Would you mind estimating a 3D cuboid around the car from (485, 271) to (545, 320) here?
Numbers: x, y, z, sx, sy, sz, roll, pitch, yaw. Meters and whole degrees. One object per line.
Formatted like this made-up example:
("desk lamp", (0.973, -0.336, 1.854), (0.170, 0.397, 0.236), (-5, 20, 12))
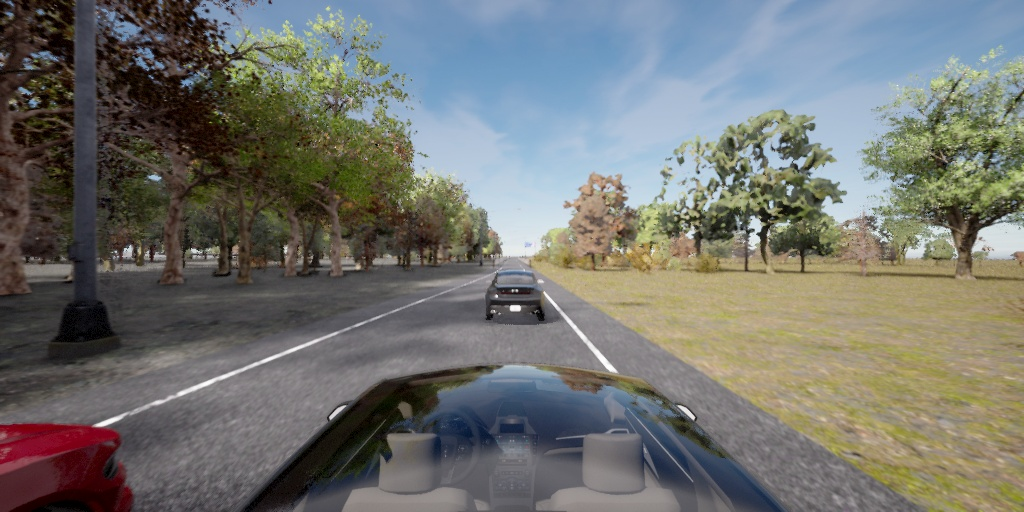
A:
("car", (0.098, 1.253, 12.692), (1.837, 1.490, 4.892), (0, 0, 0))
